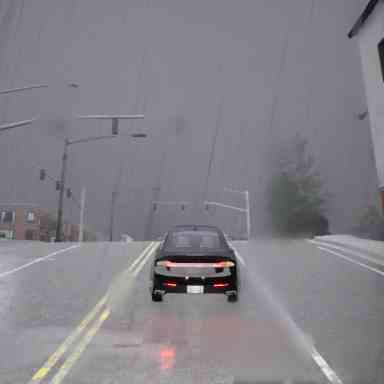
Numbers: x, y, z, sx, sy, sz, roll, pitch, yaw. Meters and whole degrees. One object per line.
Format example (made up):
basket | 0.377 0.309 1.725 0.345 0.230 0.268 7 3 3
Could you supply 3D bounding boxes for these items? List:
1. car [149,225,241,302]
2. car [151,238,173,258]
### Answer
car | 0.077 1.595 8.501 2.128 1.511 4.902 0 -1 0
car | -3.588 6.874 40.486 2.150 2.045 5.566 0 -14 0
